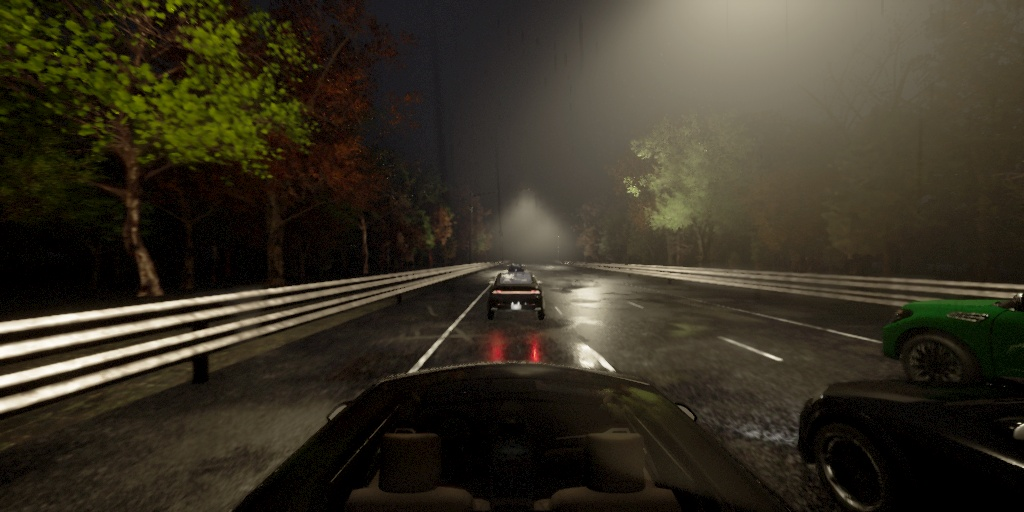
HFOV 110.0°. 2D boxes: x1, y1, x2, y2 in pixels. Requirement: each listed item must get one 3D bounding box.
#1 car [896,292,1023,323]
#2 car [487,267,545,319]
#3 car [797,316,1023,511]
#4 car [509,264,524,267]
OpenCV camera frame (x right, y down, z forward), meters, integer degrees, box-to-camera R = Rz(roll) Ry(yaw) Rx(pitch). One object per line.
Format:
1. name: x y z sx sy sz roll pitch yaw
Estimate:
1. car: 7.103 0.989 3.397 2.150 2.045 5.566 0 0 0
2. car: 0.137 1.329 13.232 2.128 1.511 4.902 0 0 0
3. car: 3.606 1.315 1.541 1.994 1.385 4.181 0 0 0
4. car: 0.523 1.632 44.061 1.994 1.385 4.181 0 0 1
